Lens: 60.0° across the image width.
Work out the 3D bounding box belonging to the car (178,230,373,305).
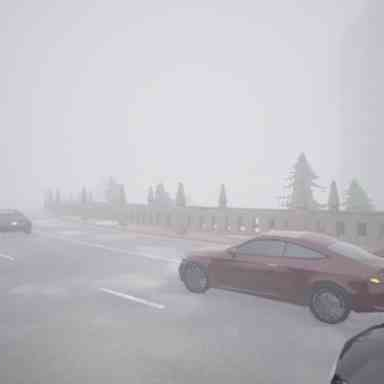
[{"bbox_3d":[1.845,1.562,7.175,4.674,1.442,1.812,0,0,37],"label":"car"}]

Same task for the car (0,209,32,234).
[{"bbox_3d":[-10.794,1.655,19.233,1.994,1.385,4.181,0,0,-41],"label":"car"}]

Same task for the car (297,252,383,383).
[{"bbox_3d":[3.350,1.502,1.745,4.902,1.511,2.128,0,0,34],"label":"car"}]
